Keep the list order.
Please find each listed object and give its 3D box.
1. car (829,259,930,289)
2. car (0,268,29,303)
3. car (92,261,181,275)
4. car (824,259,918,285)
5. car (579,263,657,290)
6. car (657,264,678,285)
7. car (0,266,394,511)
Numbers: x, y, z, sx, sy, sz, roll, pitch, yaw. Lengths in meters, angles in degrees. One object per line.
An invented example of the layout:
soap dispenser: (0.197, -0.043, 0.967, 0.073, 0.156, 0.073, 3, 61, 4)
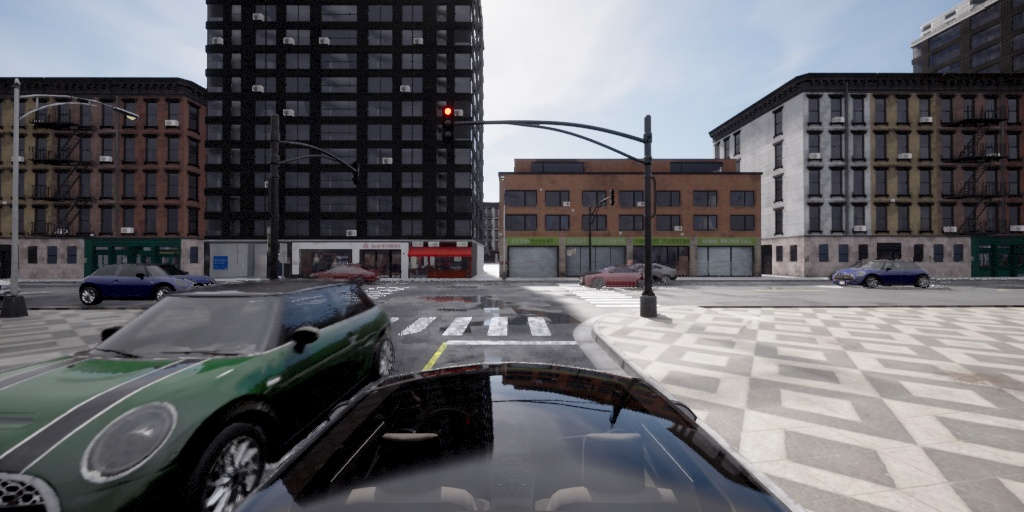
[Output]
car: (22.592, 1.068, 22.100, 4.553, 1.767, 2.097, 0, 0, 0)
car: (-24.098, 1.279, 15.251, 4.674, 1.442, 1.812, 0, 0, 0)
car: (-15.217, 1.088, 15.257, 4.553, 1.767, 2.097, 0, 0, 1)
car: (25.275, 1.089, 25.354, 4.553, 1.767, 2.097, 0, 0, 0)
car: (6.277, 1.313, 22.045, 4.181, 1.385, 1.994, 0, 0, 0)
car: (9.076, 1.261, 25.306, 4.902, 1.511, 2.128, 0, 0, 0)
car: (-3.029, 1.102, 4.039, 2.097, 1.767, 4.553, 0, 0, 1)
